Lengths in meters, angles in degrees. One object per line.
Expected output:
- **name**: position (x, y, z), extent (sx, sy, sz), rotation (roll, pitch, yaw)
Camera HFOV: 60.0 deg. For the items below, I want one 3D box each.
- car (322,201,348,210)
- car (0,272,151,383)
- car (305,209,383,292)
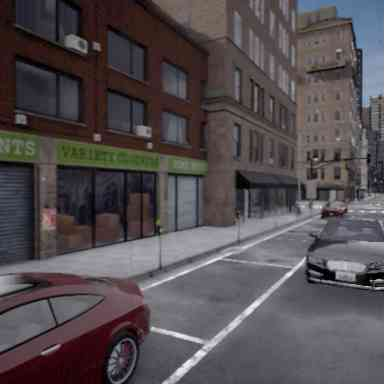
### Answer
- **car**: position (11.772, 1.451, 27.380), extent (1.887, 1.381, 4.507), rotation (0, 0, 30)
- **car**: position (-2.043, 1.547, 3.109), extent (1.802, 1.307, 4.206), rotation (0, 0, 30)
- **car**: position (4.367, 1.464, 8.962), extent (2.128, 1.511, 4.902), rotation (1, 0, 30)
